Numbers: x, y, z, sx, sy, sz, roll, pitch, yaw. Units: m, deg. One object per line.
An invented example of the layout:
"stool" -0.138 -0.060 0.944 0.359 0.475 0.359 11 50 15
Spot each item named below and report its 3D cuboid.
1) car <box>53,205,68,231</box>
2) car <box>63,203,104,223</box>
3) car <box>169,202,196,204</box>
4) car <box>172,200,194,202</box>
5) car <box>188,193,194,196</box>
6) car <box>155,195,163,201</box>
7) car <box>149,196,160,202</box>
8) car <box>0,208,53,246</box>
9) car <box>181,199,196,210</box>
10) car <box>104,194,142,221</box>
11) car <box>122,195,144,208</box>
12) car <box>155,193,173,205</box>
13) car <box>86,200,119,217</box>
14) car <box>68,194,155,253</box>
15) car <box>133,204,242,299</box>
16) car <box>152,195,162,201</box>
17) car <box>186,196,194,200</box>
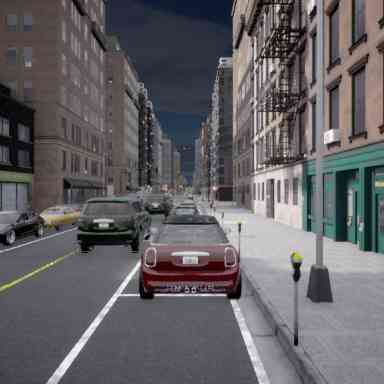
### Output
"car" -8.408 1.525 20.611 1.752 1.417 4.829 0 0 0
"car" -8.408 1.581 26.194 1.802 1.307 4.206 0 0 0
"car" -0.383 1.566 20.772 1.947 1.339 4.313 0 0 0
"car" -0.383 1.565 26.185 1.947 1.339 4.313 0 0 0
"car" -0.382 1.395 90.663 1.967 1.590 4.097 0 0 0
"car" -8.408 1.486 85.047 1.752 1.417 4.829 0 0 0
"car" -8.408 1.521 74.308 2.008 1.369 4.403 0 0 0
"car" -8.408 1.566 15.368 1.947 1.339 4.313 0 0 0
"car" -0.383 1.572 42.423 1.802 1.307 4.206 0 0 0
"car" -5.869 1.220 28.890 2.150 2.045 5.566 0 0 0
"car" -8.408 1.302 47.845 2.192 1.841 5.009 0 0 0
"car" -2.929 1.222 29.596 2.150 2.045 5.566 0 0 0
"car" -8.408 1.548 31.607 2.008 1.369 4.403 0 0 0
"car" -3.019 1.222 13.926 2.150 2.045 5.566 0 0 -1
"car" -0.033 1.352 8.620 2.097 1.767 4.553 0 0 0
"car" -8.408 1.510 79.763 1.887 1.381 4.507 0 0 0
"car" -0.383 1.519 37.181 1.752 1.417 4.829 0 0 0
